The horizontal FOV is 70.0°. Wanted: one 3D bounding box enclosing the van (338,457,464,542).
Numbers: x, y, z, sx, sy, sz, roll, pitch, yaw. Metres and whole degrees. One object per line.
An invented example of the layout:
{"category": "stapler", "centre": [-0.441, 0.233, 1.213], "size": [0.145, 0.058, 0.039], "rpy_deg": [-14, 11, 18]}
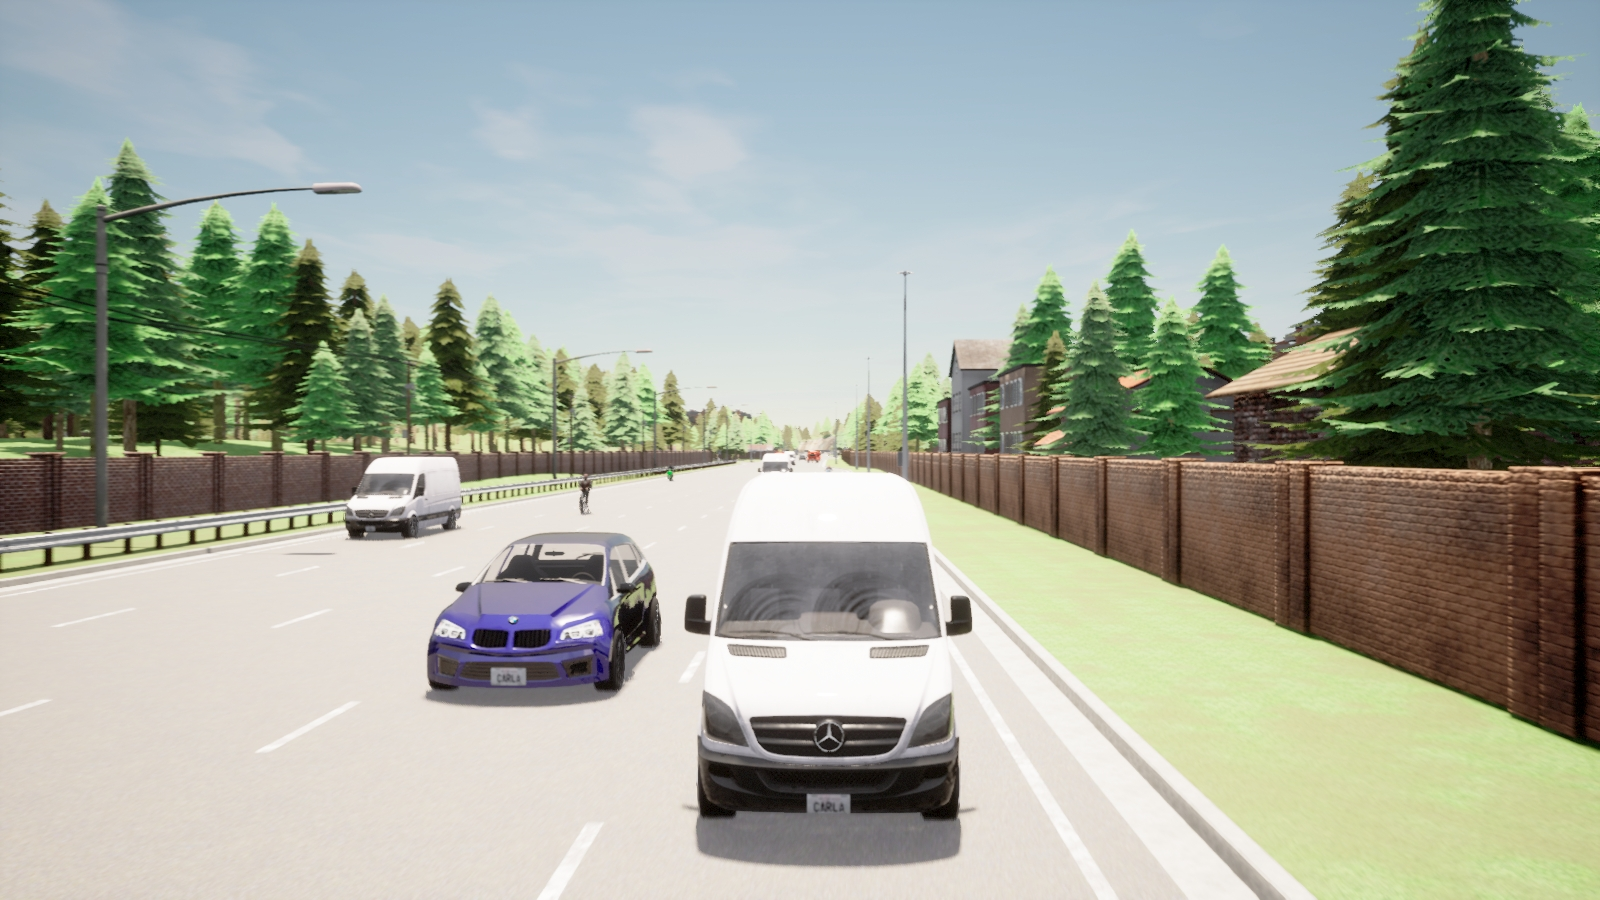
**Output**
{"category": "van", "centre": [-13.053, 1.527, 37.828], "size": [1.988, 2.561, 5.915], "rpy_deg": [0, 0, 1]}

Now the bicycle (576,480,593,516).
{"category": "bicycle", "centre": [-9.269, 2.055, 49.104], "size": [0.329, 1.471, 1.835], "rpy_deg": [0, 0, 1]}

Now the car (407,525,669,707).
{"category": "car", "centre": [-3.131, 1.965, 14.789], "size": [2.242, 1.667, 4.611], "rpy_deg": [0, 0, 1]}

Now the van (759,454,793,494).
{"category": "van", "centre": [-1.571, 1.532, 76.438], "size": [1.988, 2.561, 5.915], "rpy_deg": [0, 0, 1]}

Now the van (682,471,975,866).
{"category": "van", "centre": [0.263, 1.534, 10.715], "size": [1.988, 2.561, 5.915], "rpy_deg": [0, 0, 1]}
